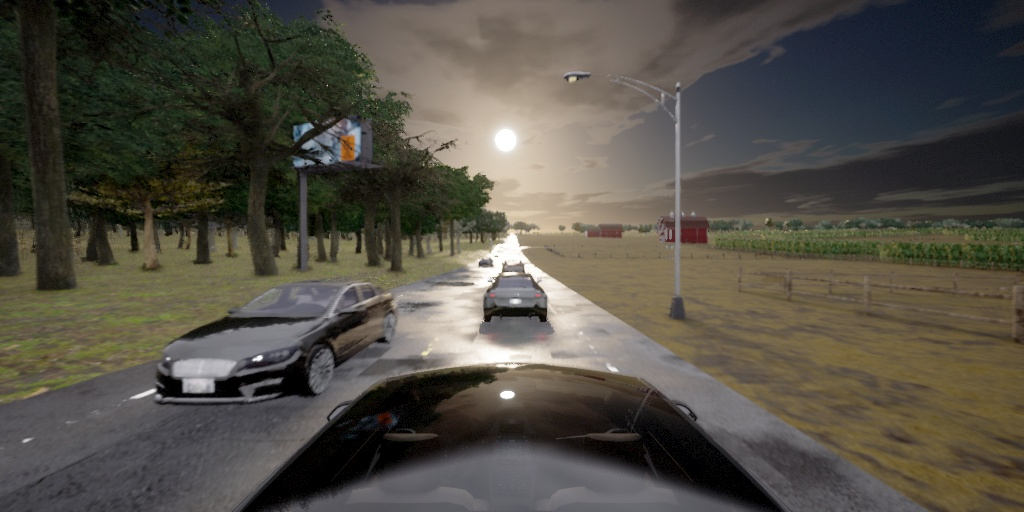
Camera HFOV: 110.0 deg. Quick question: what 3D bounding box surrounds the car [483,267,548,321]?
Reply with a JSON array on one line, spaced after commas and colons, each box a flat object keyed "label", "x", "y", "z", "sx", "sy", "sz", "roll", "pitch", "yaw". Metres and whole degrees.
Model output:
[{"label": "car", "x": 0.101, "y": 1.238, "z": 12.132, "sx": 1.994, "sy": 1.385, "sz": 4.181, "roll": 0, "pitch": 0, "yaw": 0}]

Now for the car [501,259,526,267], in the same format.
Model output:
[{"label": "car", "x": 0.104, "y": 1.000, "z": 29.691, "sx": 2.128, "sy": 1.511, "sz": 4.902, "roll": 0, "pitch": 1, "yaw": 0}]

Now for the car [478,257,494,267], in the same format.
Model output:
[{"label": "car", "x": -3.557, "y": 0.810, "z": 49.572, "sx": 1.994, "sy": 1.385, "sz": 4.181, "roll": 0, "pitch": 1, "yaw": 0}]

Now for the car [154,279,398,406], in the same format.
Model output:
[{"label": "car", "x": -3.597, "y": 1.209, "z": 6.564, "sx": 2.128, "sy": 1.511, "sz": 4.902, "roll": 0, "pitch": 0, "yaw": 0}]
